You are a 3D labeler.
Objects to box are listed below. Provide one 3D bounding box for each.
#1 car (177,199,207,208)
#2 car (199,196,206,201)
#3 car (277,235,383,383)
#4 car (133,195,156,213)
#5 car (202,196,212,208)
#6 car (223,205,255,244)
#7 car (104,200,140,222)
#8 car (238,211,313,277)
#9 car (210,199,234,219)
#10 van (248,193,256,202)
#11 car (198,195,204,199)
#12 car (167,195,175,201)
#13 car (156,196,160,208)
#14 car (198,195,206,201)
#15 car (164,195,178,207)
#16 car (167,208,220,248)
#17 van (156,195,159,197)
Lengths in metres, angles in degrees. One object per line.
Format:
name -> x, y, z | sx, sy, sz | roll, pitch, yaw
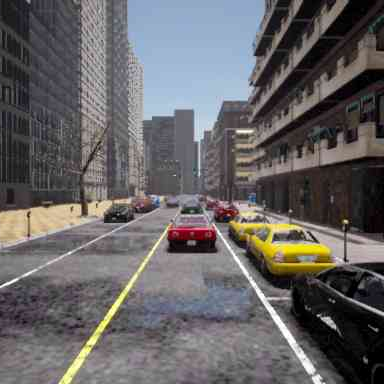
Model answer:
car -> 0.000, 1.583, 29.651 | 1.994, 1.385, 4.181 | 0, 0, 0
car -> 2.685, 1.627, 86.480 | 1.887, 1.381, 4.507 | 0, 0, 0
car -> 2.687, 1.563, 4.380 | 1.947, 1.339, 4.313 | 0, 0, 0
car -> -5.696, 1.330, 37.517 | 2.192, 1.841, 5.009 | 0, 0, 0
car -> 2.685, 1.565, 43.039 | 1.887, 1.381, 4.507 | 0, 0, 0
car -> 2.686, 1.527, 15.595 | 1.752, 1.417, 4.829 | 0, 0, 0
car -> -5.694, 1.574, 26.472 | 1.947, 1.339, 4.313 | 0, 0, 0
car -> 2.687, 1.524, 10.072 | 1.752, 1.417, 4.829 | 0, 0, 0
car -> 2.686, 1.552, 26.471 | 1.887, 1.381, 4.507 | 0, 0, 0
van -> 13.708, 1.162, 68.509 | 3.998, 1.788, 1.690 | -1, 1, 0
car -> 2.685, 1.618, 80.953 | 1.887, 1.381, 4.507 | 0, 0, 0
car -> -5.695, 1.637, 92.008 | 1.887, 1.381, 4.507 | 0, 0, 0
car -> -5.695, 1.586, 43.040 | 1.947, 1.339, 4.313 | 0, 0, 0
car -> 2.684, 1.533, 92.008 | 1.967, 1.590, 4.097 | 0, 0, 0
car -> -3.000, 1.634, 52.652 | 2.033, 1.411, 5.357 | 0, 0, 0
car -> 0.000, 1.618, 14.680 | 1.895, 1.301, 4.718 | 0, 0, 0
van -> -5.696, 1.367, 48.563 | 1.690, 1.788, 3.998 | 0, 0, 0
